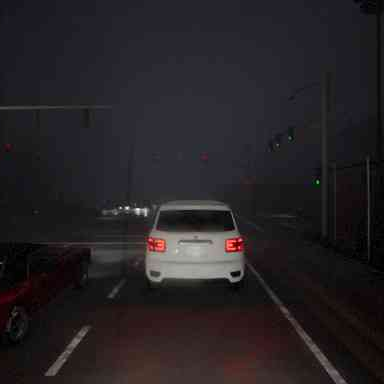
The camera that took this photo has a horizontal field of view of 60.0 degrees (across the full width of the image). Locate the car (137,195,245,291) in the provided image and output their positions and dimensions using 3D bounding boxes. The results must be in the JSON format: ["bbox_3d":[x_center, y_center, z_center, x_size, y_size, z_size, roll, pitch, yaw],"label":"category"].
[{"bbox_3d":[0.083,1.221,9.175,2.150,2.045,5.566,0,0,0],"label":"car"}]

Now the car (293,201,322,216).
[{"bbox_3d":[12.406,1.581,32.742,4.674,1.442,1.812,0,0,-2],"label":"car"}]

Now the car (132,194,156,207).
[{"bbox_3d":[-7.027,1.491,49.056,2.128,1.511,4.902,0,0,0],"label":"car"}]

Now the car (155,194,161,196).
[{"bbox_3d":[-7.005,1.525,58.315,1.812,1.442,4.674,0,0,0],"label":"car"}]

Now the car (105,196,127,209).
[{"bbox_3d":[-10.540,1.352,44.665,2.097,1.767,4.553,0,0,0],"label":"car"}]

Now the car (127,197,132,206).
[{"bbox_3d":[-10.525,1.491,53.818,2.128,1.511,4.902,0,0,0],"label":"car"}]

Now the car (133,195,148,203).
[{"bbox_3d":[-10.428,1.491,67.564,2.128,1.511,4.902,0,0,0],"label":"car"}]

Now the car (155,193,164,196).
[{"bbox_3d":[-6.916,1.221,69.028,2.150,2.045,5.566,0,0,0],"label":"car"}]

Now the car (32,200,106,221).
[{"bbox_3d":[-10.261,1.578,27.548,5.357,1.411,2.033,0,0,-28],"label":"car"}]

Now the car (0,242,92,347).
[{"bbox_3d":[-3.435,1.601,6.249,1.895,1.301,4.718,0,0,1],"label":"car"}]
